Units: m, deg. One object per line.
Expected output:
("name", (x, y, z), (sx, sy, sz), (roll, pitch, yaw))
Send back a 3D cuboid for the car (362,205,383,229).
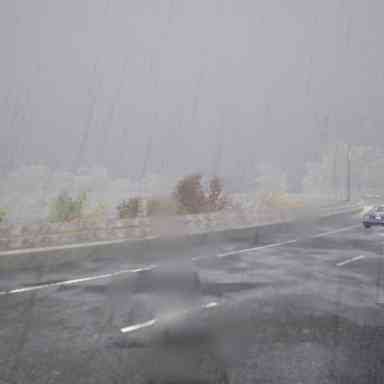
("car", (12.063, 1.495, 20.494), (2.033, 1.411, 5.357), (0, 0, 41))
